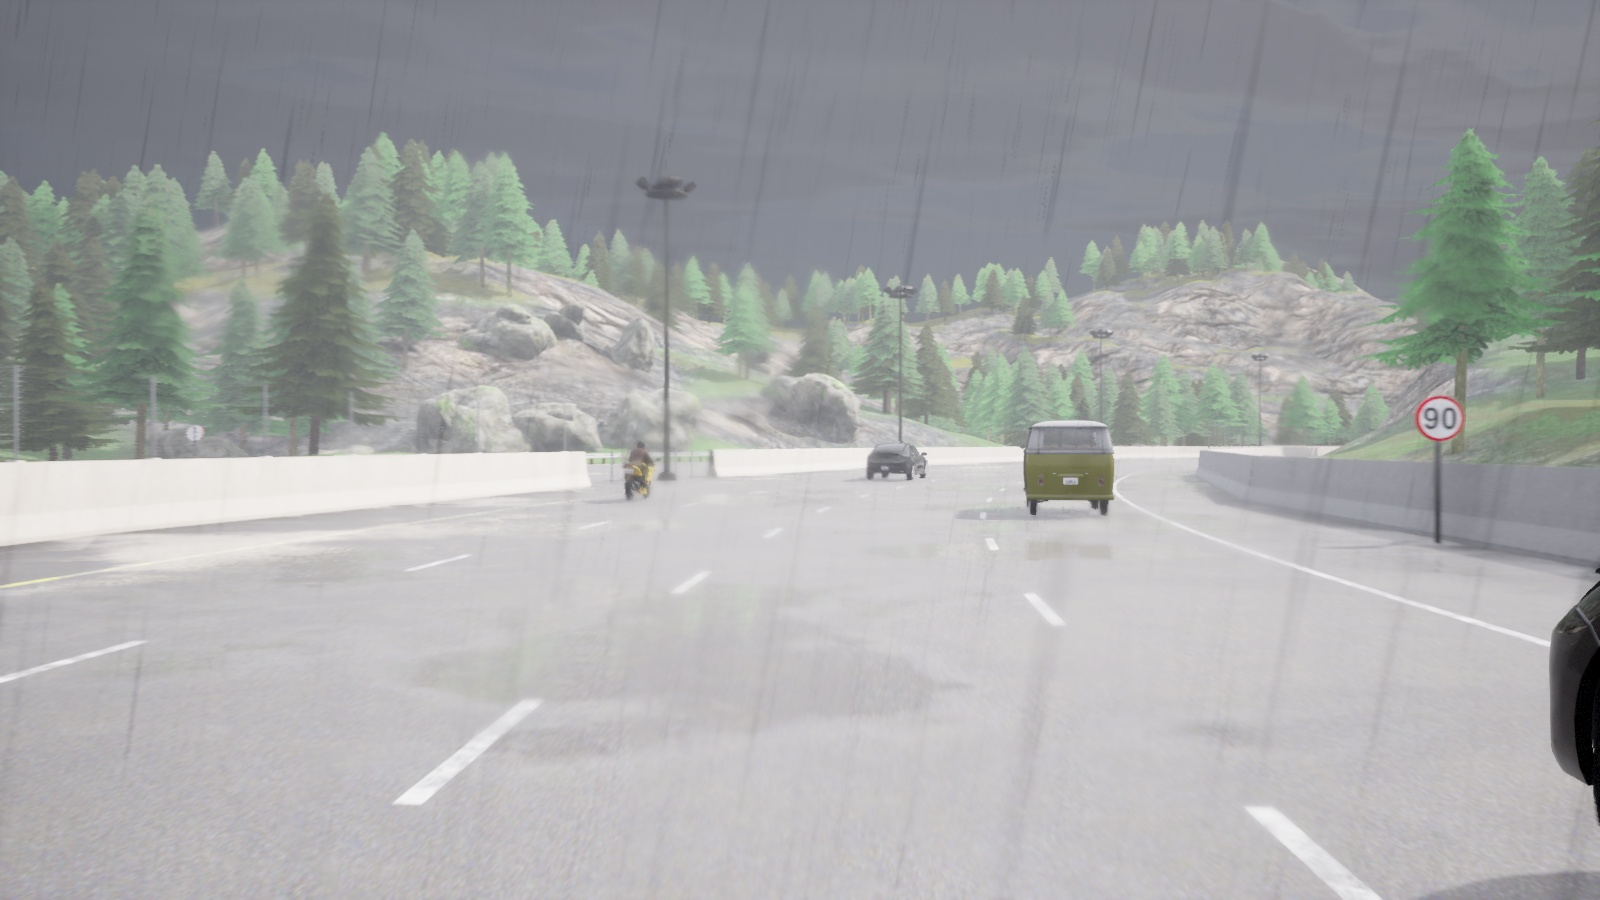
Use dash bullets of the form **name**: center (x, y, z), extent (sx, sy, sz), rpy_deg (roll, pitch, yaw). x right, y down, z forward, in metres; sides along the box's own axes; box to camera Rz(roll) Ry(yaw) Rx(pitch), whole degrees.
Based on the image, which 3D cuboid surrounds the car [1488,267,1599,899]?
- **car**: center (3.532, 0.466, 1.768), extent (2.150, 2.045, 5.566), rpy_deg (0, 0, 1)

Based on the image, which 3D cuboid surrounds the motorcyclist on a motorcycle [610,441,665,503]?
- **motorcyclist on a motorcycle**: center (-4.120, 0.538, 32.067), extent (0.797, 1.523, 2.044), rpy_deg (1, 0, 10)

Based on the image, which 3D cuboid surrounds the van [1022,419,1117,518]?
- **van**: center (5.793, 0.362, 27.429), extent (1.775, 1.987, 4.442), rpy_deg (0, 0, 9)

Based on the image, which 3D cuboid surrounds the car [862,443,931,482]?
- **car**: center (4.023, 0.474, 51.608), extent (1.837, 1.490, 4.892), rpy_deg (0, 0, 16)
